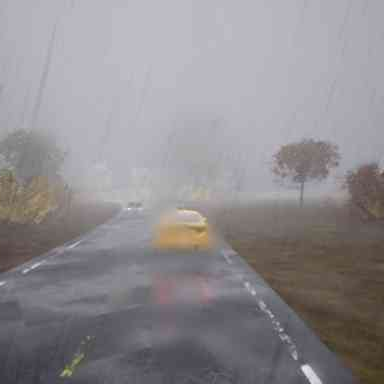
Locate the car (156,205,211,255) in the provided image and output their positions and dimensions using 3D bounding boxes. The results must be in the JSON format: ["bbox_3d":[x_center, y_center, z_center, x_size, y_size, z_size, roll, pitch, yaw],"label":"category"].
[{"bbox_3d":[-0.404,1.467,13.225,1.882,1.535,5.008,0,-1,-3],"label":"car"}]

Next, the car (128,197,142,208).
[{"bbox_3d":[-8.458,1.497,49.125,1.882,1.535,5.008,0,0,-12],"label":"car"}]

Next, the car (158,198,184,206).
[{"bbox_3d":[-1.684,1.339,27.477,2.097,1.767,4.553,0,0,-7],"label":"car"}]
